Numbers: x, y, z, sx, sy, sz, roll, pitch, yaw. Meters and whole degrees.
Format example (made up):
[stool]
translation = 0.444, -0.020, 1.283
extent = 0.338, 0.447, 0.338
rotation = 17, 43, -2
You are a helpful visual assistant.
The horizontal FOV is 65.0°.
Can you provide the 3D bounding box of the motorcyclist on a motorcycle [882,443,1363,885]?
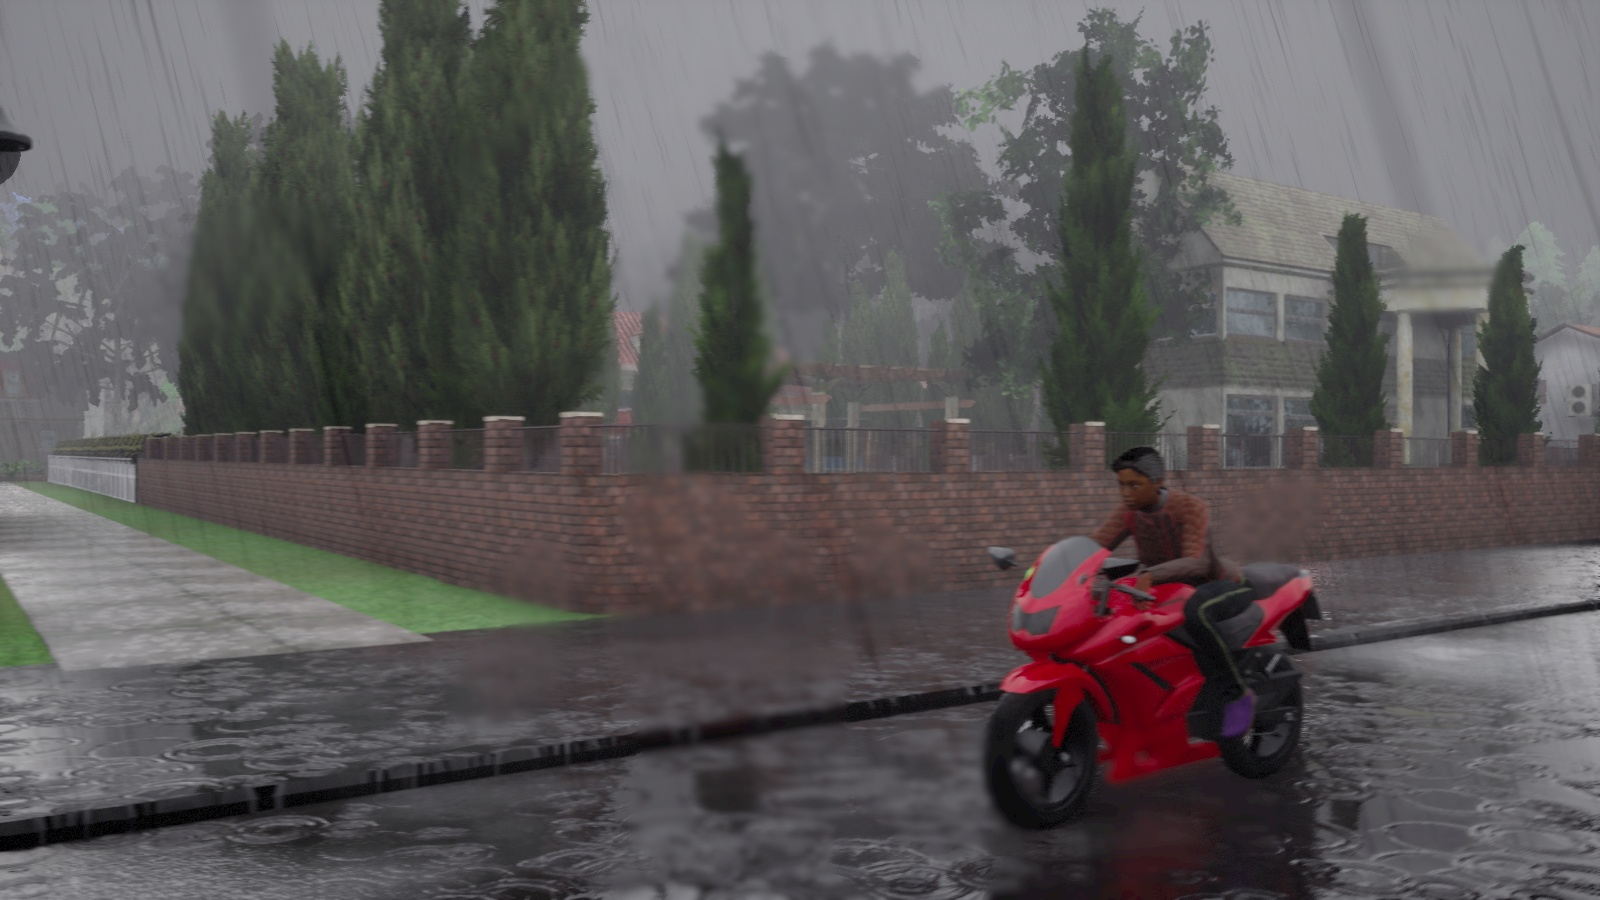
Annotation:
[motorcyclist on a motorcycle]
translation = 1.394, 0.737, 5.240
extent = 2.044, 1.523, 0.797
rotation = 0, 0, -35
